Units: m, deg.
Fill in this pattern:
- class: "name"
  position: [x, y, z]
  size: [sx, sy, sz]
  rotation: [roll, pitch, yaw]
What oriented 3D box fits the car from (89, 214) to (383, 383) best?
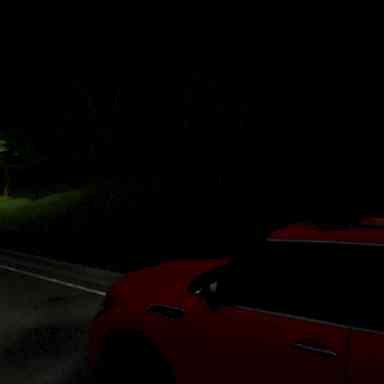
- class: "car"
  position: [1.493, 1.234, 2.953]
  size: [5.566, 2.045, 2.150]
  rotation: [-1, 0, 36]
